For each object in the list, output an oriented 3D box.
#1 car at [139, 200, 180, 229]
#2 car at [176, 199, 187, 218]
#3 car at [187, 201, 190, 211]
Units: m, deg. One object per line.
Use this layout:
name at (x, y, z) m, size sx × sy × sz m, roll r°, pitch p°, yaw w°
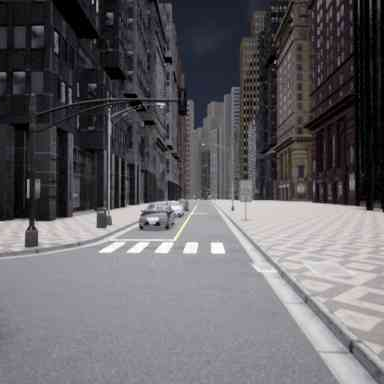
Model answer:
car at (-2.189, 1.519, 21.687) m, size 2.128 × 1.511 × 4.902 m, roll 0°, pitch 0°, yaw 2°
car at (-1.801, 1.582, 31.506) m, size 1.812 × 1.442 × 4.674 m, roll 0°, pitch 0°, yaw 3°
car at (-1.330, 1.602, 41.778) m, size 1.837 × 1.490 × 4.892 m, roll 0°, pitch 0°, yaw 3°
